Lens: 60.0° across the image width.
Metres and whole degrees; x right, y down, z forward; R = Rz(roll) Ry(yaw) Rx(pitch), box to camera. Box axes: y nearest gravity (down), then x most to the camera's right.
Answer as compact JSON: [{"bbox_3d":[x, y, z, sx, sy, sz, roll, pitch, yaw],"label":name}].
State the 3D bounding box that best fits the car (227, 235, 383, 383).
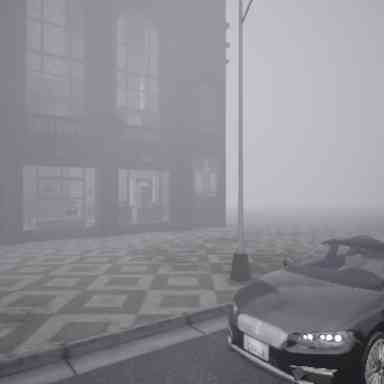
[{"bbox_3d":[2.720,1.497,5.188,4.902,1.511,2.128,0,0,-35],"label":"car"}]
